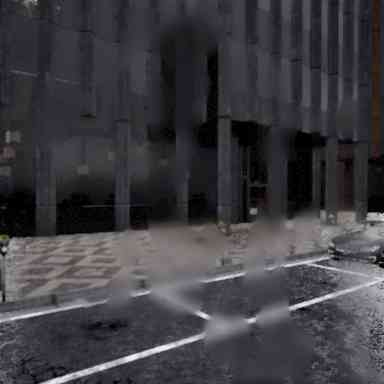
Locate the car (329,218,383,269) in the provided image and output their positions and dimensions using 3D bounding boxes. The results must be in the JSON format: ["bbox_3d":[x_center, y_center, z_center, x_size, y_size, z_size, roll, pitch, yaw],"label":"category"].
[{"bbox_3d":[6.370,1.591,11.189,4.403,1.369,2.008,0,0,-35],"label":"car"}]
